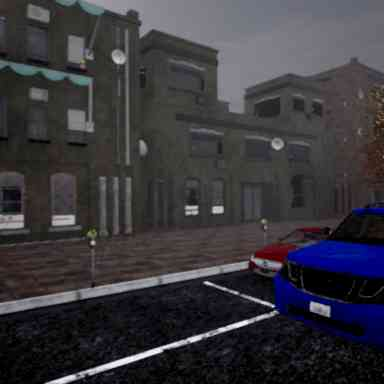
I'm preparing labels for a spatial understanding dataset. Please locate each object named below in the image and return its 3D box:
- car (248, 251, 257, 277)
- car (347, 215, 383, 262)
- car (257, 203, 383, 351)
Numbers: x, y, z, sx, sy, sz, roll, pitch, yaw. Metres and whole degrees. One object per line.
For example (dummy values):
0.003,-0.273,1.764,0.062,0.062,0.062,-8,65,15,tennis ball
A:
3.405,1.619,9.048,4.206,1.307,1.802,0,-1,-36,car
7.897,1.599,12.304,4.403,1.369,2.008,0,-1,-36,car
3.969,1.248,6.134,5.566,2.045,2.150,0,0,-36,car
